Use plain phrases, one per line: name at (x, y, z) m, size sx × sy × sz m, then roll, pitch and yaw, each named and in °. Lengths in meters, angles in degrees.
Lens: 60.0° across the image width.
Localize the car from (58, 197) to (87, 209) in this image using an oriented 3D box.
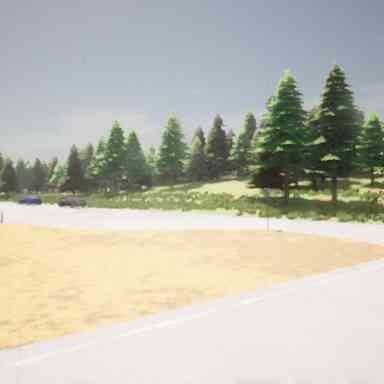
car at (-16.197, 1.395, 44.937) m, size 4.902 × 1.511 × 2.128 m, roll 0°, pitch 0°, yaw 38°

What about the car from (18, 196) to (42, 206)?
car at (-25.358, 1.306, 51.984) m, size 5.008 × 1.535 × 1.882 m, roll 0°, pitch 0°, yaw 38°
